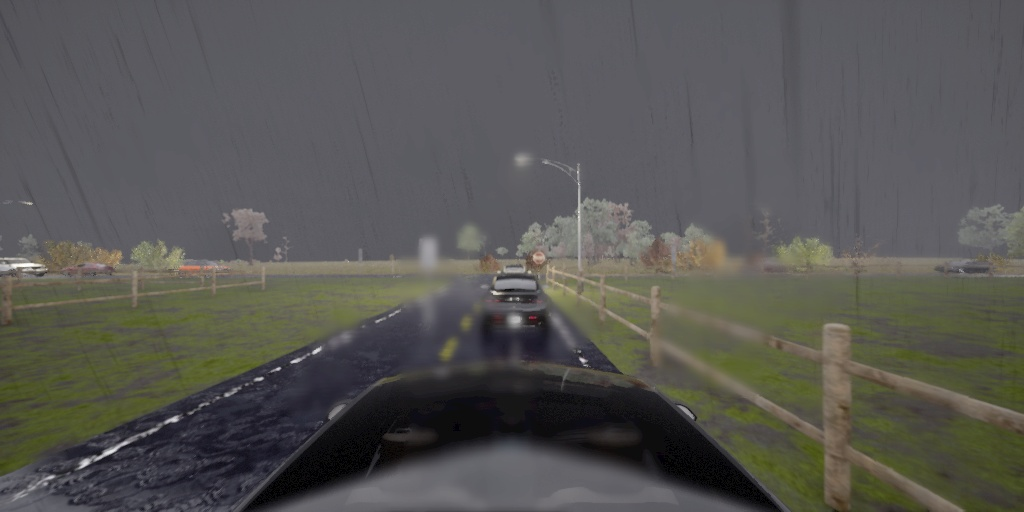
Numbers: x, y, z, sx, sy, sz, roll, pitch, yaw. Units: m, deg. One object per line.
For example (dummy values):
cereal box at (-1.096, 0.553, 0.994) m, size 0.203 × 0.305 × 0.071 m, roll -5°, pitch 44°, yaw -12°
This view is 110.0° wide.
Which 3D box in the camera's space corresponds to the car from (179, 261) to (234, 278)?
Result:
car at (-31.164, 1.261, 36.711) m, size 4.553 × 1.767 × 2.097 m, roll 0°, pitch 0°, yaw 1°

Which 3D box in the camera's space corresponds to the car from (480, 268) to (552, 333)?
car at (0.113, 1.274, 10.807) m, size 1.837 × 1.490 × 4.892 m, roll 0°, pitch 0°, yaw 1°

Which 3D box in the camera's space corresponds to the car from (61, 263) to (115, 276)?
car at (-46.882, 1.485, 39.757) m, size 4.674 × 1.442 × 1.812 m, roll 0°, pitch 0°, yaw 1°

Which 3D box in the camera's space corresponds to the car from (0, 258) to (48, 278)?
car at (-51.650, 1.215, 37.007) m, size 5.566 × 2.045 × 2.150 m, roll 0°, pitch 0°, yaw 1°

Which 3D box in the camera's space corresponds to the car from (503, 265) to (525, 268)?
car at (0.138, 1.298, 21.800) m, size 1.837 × 1.490 × 4.892 m, roll 0°, pitch 0°, yaw 0°

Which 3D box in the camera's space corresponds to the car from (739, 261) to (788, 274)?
car at (27.388, 1.291, 39.063) m, size 4.674 × 1.442 × 1.812 m, roll 0°, pitch 0°, yaw 1°

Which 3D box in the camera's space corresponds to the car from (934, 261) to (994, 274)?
car at (48.801, 1.262, 38.757) m, size 4.892 × 1.490 × 1.837 m, roll 0°, pitch 0°, yaw 1°
